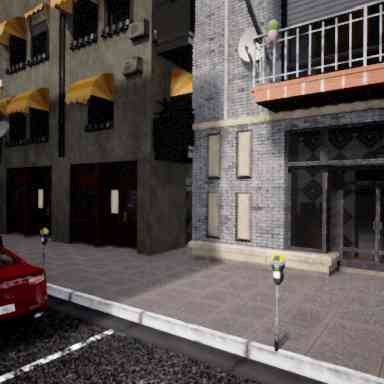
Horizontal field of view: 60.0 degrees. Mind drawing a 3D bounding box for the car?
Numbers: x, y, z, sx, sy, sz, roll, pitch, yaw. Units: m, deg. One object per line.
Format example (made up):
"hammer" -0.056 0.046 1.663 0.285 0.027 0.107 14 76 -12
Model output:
"car" -4.460 1.542 6.051 4.507 1.381 1.887 0 1 36
